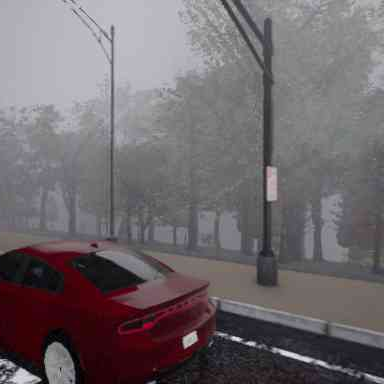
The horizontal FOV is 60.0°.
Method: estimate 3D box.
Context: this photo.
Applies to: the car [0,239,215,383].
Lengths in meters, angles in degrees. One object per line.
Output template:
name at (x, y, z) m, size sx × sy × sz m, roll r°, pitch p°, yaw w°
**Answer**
car at (-2.036, 1.477, 5.138) m, size 5.008 × 1.535 × 1.882 m, roll 0°, pitch 0°, yaw 35°
